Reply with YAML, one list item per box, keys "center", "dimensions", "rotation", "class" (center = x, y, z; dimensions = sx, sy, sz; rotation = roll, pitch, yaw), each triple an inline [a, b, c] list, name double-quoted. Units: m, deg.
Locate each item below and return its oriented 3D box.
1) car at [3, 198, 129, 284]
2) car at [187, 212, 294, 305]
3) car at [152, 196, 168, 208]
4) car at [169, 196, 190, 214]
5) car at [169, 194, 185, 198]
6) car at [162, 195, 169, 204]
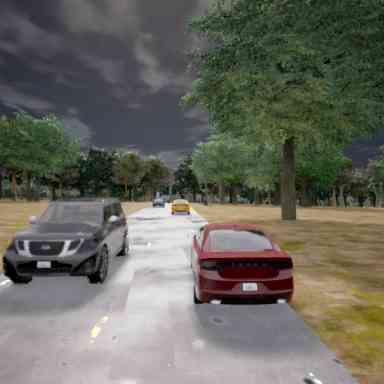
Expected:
- center: [-3.295, 1.220, 9.970]
  dimensions: [2.150, 2.045, 5.566]
  rotation: [0, 0, -2]
  class: "car"
- center: [0.933, 1.477, 8.186]
  dimensions: [1.882, 1.535, 5.008]
  rotation: [0, 0, -1]
  class: "car"
- center: [-5.215, 1.717, 52.158]
  dimensions: [2.033, 1.411, 5.357]
  rotation: [0, 0, -3]
  class: "car"
- center: [-1.248, 1.548, 35.886]
  dimensions: [1.882, 1.535, 5.008]
  rotation: [0, 0, -3]
  class: "car"
- center: [-1.774, 1.356, 46.394]
  dimensions: [2.150, 2.045, 5.566]
  rotation: [0, 0, -3]
  class: "car"
- center: [-6.402, 1.737, 79.267]
  dimensions: [2.150, 2.045, 5.566]
  rotation: [0, -1, -3]
  class: "car"
